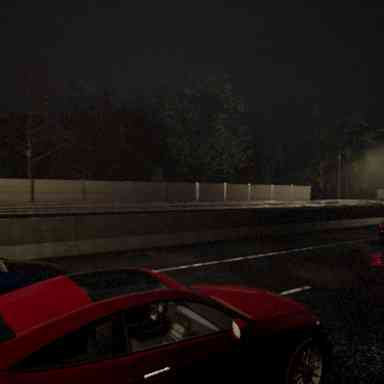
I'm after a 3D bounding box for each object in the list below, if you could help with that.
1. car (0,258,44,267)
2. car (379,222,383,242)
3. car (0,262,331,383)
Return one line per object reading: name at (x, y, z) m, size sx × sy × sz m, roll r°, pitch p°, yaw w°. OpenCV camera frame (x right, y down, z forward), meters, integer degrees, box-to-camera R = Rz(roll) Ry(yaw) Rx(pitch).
car at (-3.969, 1.562, 5.215) m, size 4.181 × 1.385 × 1.994 m, roll 0°, pitch 0°, yaw -36°
car at (10.533, 1.653, 15.565) m, size 4.674 × 1.442 × 1.812 m, roll 1°, pitch 0°, yaw -36°
car at (-0.544, 1.535, 3.358) m, size 4.674 × 1.442 × 1.812 m, roll 1°, pitch 0°, yaw -36°
